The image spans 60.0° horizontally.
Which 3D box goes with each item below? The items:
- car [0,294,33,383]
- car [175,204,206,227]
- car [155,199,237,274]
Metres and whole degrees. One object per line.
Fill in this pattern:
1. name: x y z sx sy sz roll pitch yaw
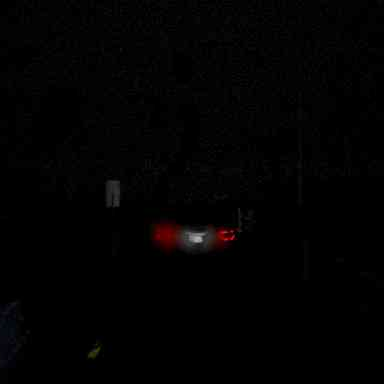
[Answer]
1. car: -2.837 1.551 1.656 2.033 1.411 5.357 0 0 0
2. car: -0.189 1.651 24.378 1.895 1.301 4.718 0 0 -5
3. car: 0.101 1.245 10.768 2.150 2.045 5.566 0 0 0
